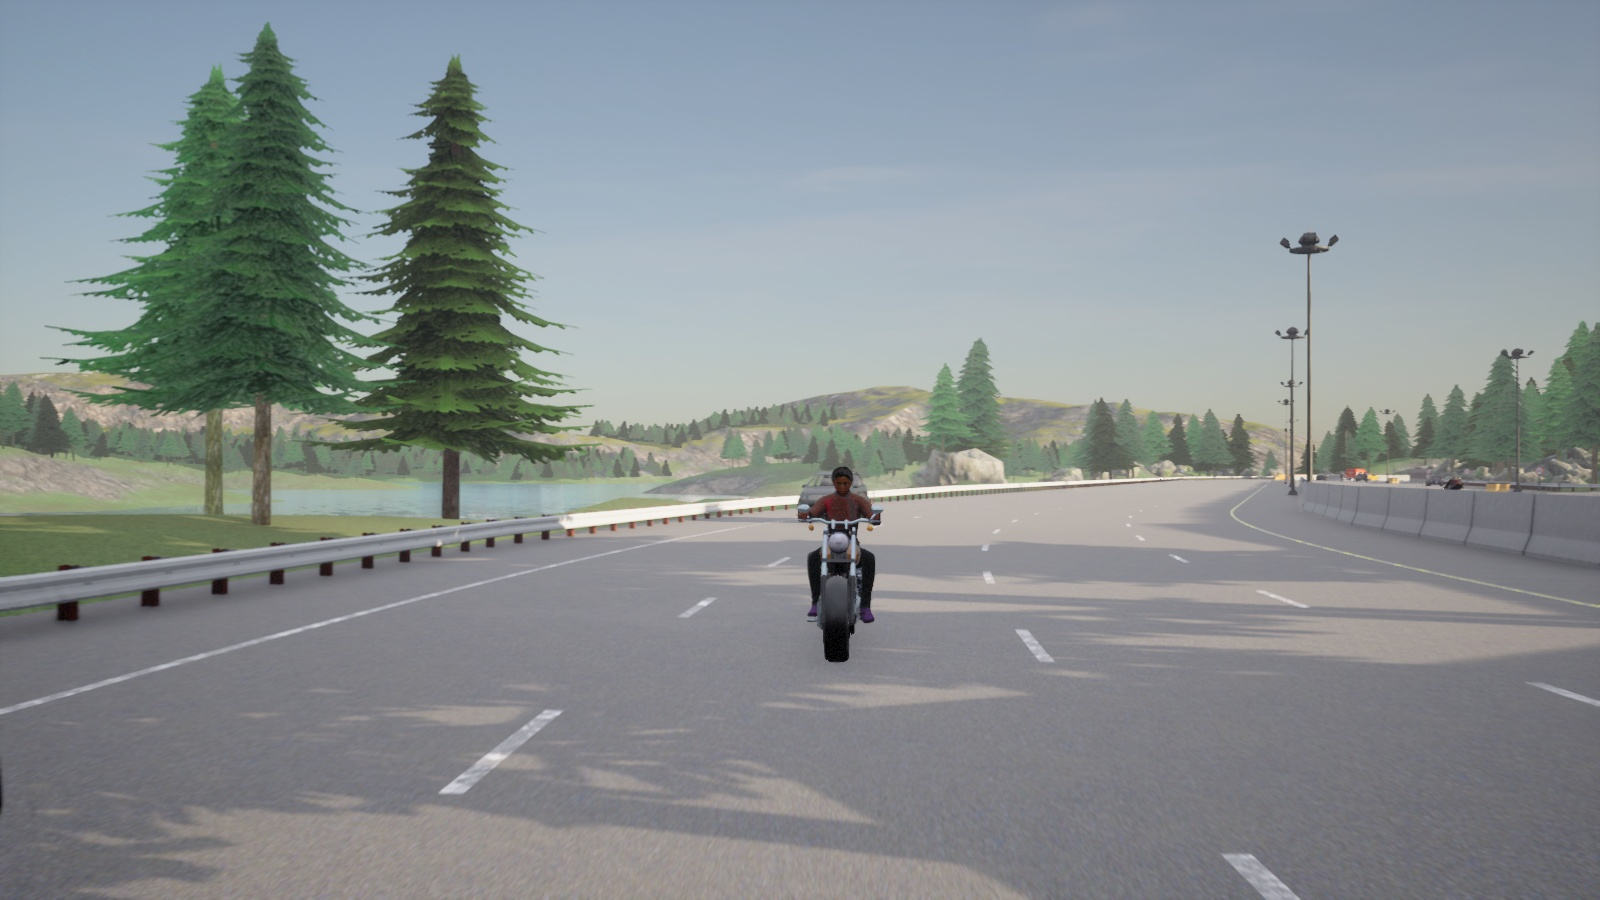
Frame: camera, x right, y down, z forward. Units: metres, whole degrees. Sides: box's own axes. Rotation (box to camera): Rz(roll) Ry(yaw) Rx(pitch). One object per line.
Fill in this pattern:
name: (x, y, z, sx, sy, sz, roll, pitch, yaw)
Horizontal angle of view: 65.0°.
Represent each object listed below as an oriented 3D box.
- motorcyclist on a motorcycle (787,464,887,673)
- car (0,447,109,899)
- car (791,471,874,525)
motorcyclist on a motorcycle: (0.373, 0.950, 11.123, 0.766, 1.649, 2.350, 0, -1, 4)
car: (-3.512, 0.792, 2.057, 2.033, 1.649, 4.856, 0, -1, 1)
car: (1.050, 1.433, 38.449, 1.789, 1.549, 3.705, -1, -1, 14)
